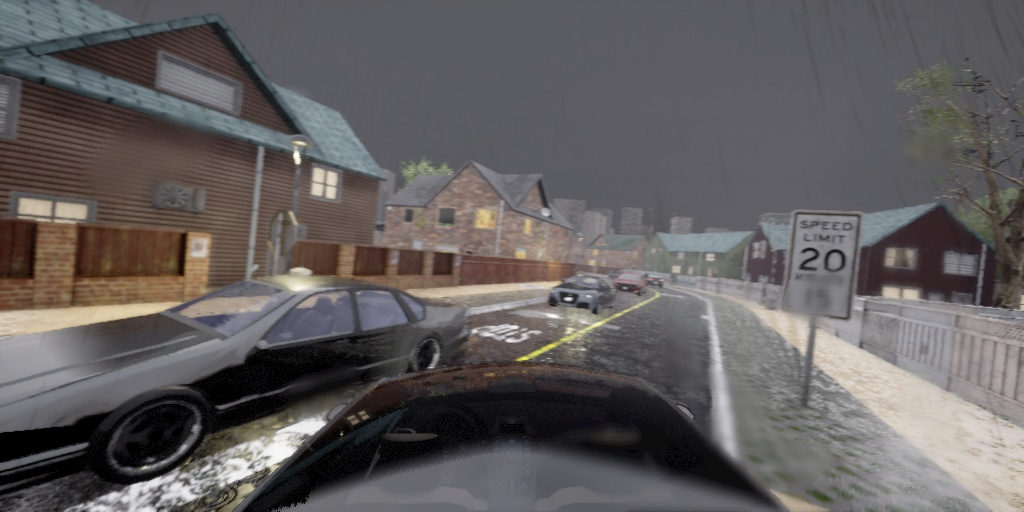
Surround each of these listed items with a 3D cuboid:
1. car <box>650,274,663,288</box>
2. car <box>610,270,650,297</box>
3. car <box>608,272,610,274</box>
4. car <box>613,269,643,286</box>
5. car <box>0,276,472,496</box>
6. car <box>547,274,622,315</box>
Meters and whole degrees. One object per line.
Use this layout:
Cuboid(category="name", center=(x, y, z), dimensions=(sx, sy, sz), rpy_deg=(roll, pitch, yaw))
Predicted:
Cuboid(category="car", center=(15.756, 2.738, 40.917), dimensions=(1.812, 1.442, 4.674), rpy_deg=(6, 0, 5))
Cuboid(category="car", center=(8.525, 1.932, 25.821), dimensions=(1.882, 1.535, 5.008), rpy_deg=(6, 1, 25))
Cuboid(category="car", center=(15.394, 2.738, 52.022), dimensions=(1.994, 1.385, 4.181), rpy_deg=(6, 0, -8))
Cuboid(category="car", center=(13.214, 2.431, 41.290), dimensions=(2.128, 1.511, 4.902), rpy_deg=(6, 0, 5))
Cuboid(category="car", center=(-2.635, 0.994, 4.596), dimensions=(2.033, 1.411, 5.357), rpy_deg=(6, 1, 29))
Cuboid(category="car", center=(3.069, 1.526, 15.229), dimensions=(1.994, 1.385, 4.181), rpy_deg=(6, 0, 28))
